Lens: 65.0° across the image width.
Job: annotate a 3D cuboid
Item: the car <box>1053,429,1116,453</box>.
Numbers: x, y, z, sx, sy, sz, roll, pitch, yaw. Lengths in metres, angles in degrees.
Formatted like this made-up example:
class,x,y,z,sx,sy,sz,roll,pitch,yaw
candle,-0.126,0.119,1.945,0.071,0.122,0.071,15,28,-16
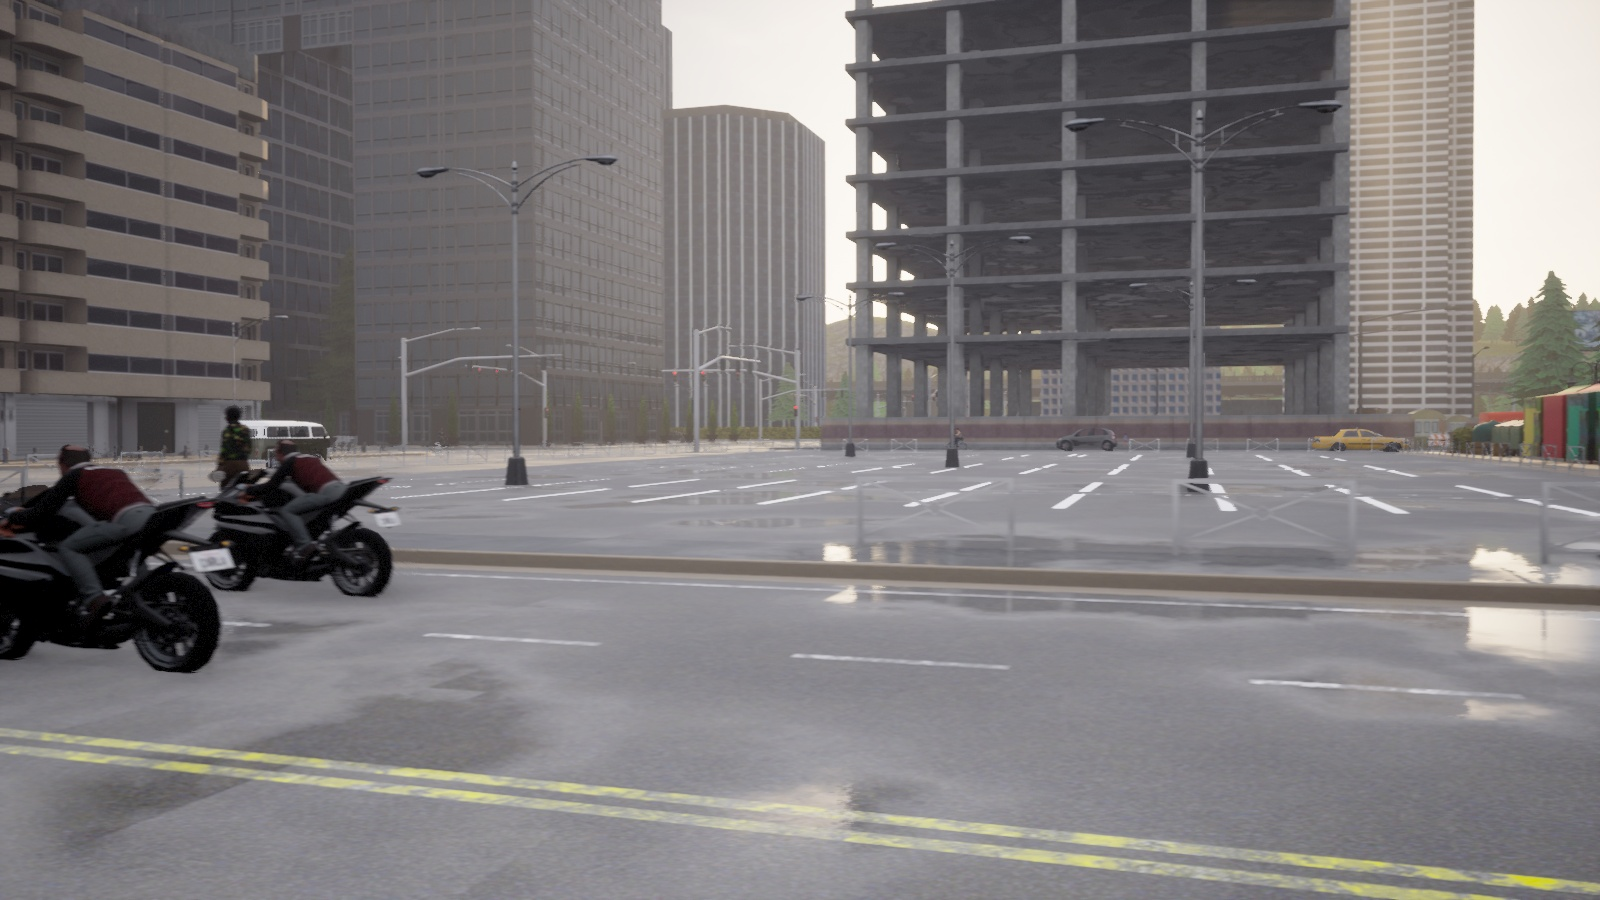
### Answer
class,x,y,z,sx,sy,sz,roll,pitch,yaw
car,19.074,-0.609,84.267,3.988,1.617,1.851,0,1,17

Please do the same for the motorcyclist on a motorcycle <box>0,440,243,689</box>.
class,x,y,z,sx,sy,sz,roll,pitch,yaw
motorcyclist on a motorcycle,-5.005,0.705,8.570,2.191,1.530,0.866,1,1,19

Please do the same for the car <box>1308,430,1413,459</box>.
class,x,y,z,sx,sy,sz,roll,pitch,yaw
car,32.464,-0.336,72.936,5.366,1.575,1.801,0,1,17

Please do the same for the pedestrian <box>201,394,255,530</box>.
class,x,y,z,sx,sy,sz,roll,pitch,yaw
pedestrian,-8.263,0.163,18.149,0.692,1.930,0.395,1,1,33

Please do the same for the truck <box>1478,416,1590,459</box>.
class,x,y,z,sx,sy,sz,roll,pitch,yaw
truck,42.840,-0.720,73.475,5.204,2.467,2.627,0,1,17

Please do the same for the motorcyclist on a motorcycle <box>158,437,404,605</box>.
class,x,y,z,sx,sy,sz,roll,pitch,yaw
motorcyclist on a motorcycle,-5.073,0.646,12.285,2.191,1.530,0.866,1,1,19

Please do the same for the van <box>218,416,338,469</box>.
class,x,y,z,sx,sy,sz,roll,pitch,yaw
van,-20.816,-0.334,50.323,2.069,2.038,4.480,0,1,17
